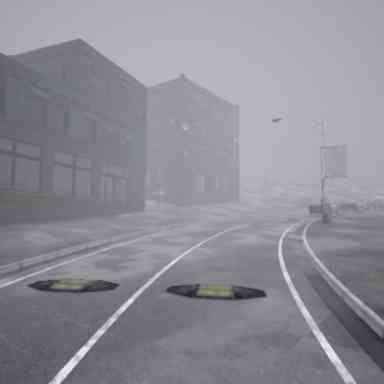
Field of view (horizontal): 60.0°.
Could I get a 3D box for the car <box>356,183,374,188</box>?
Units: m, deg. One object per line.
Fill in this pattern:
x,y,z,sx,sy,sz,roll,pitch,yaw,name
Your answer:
41.916,-1.336,82.597,4.553,1.767,2.185,2,-5,-14,car

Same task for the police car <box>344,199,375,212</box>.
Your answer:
20.889,1.686,42.523,5.238,1.638,1.930,0,-4,-41,police car

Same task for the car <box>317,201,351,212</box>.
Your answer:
20.555,2.103,48.006,5.357,1.411,2.033,1,-4,-38,car

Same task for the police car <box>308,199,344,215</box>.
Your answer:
14.193,1.626,35.720,1.930,1.638,5.238,-4,-3,40,police car

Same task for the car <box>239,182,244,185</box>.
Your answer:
9.486,-2.050,76.145,4.553,1.767,2.185,1,-5,-10,car

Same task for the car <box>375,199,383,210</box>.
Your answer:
25.330,1.792,45.964,4.892,1.490,1.837,0,-4,-35,car

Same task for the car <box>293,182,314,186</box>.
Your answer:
25.690,-1.641,79.016,4.892,1.521,2.231,1,-5,-10,car

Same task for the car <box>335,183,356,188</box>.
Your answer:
36.548,-1.365,81.285,5.008,1.535,2.097,2,-5,-12,car

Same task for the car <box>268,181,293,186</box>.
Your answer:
20.257,-1.745,78.045,4.892,1.521,2.231,1,-5,-10,car

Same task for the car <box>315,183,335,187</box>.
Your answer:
31.131,-1.471,80.089,4.674,1.452,2.002,1,-5,-11,car
